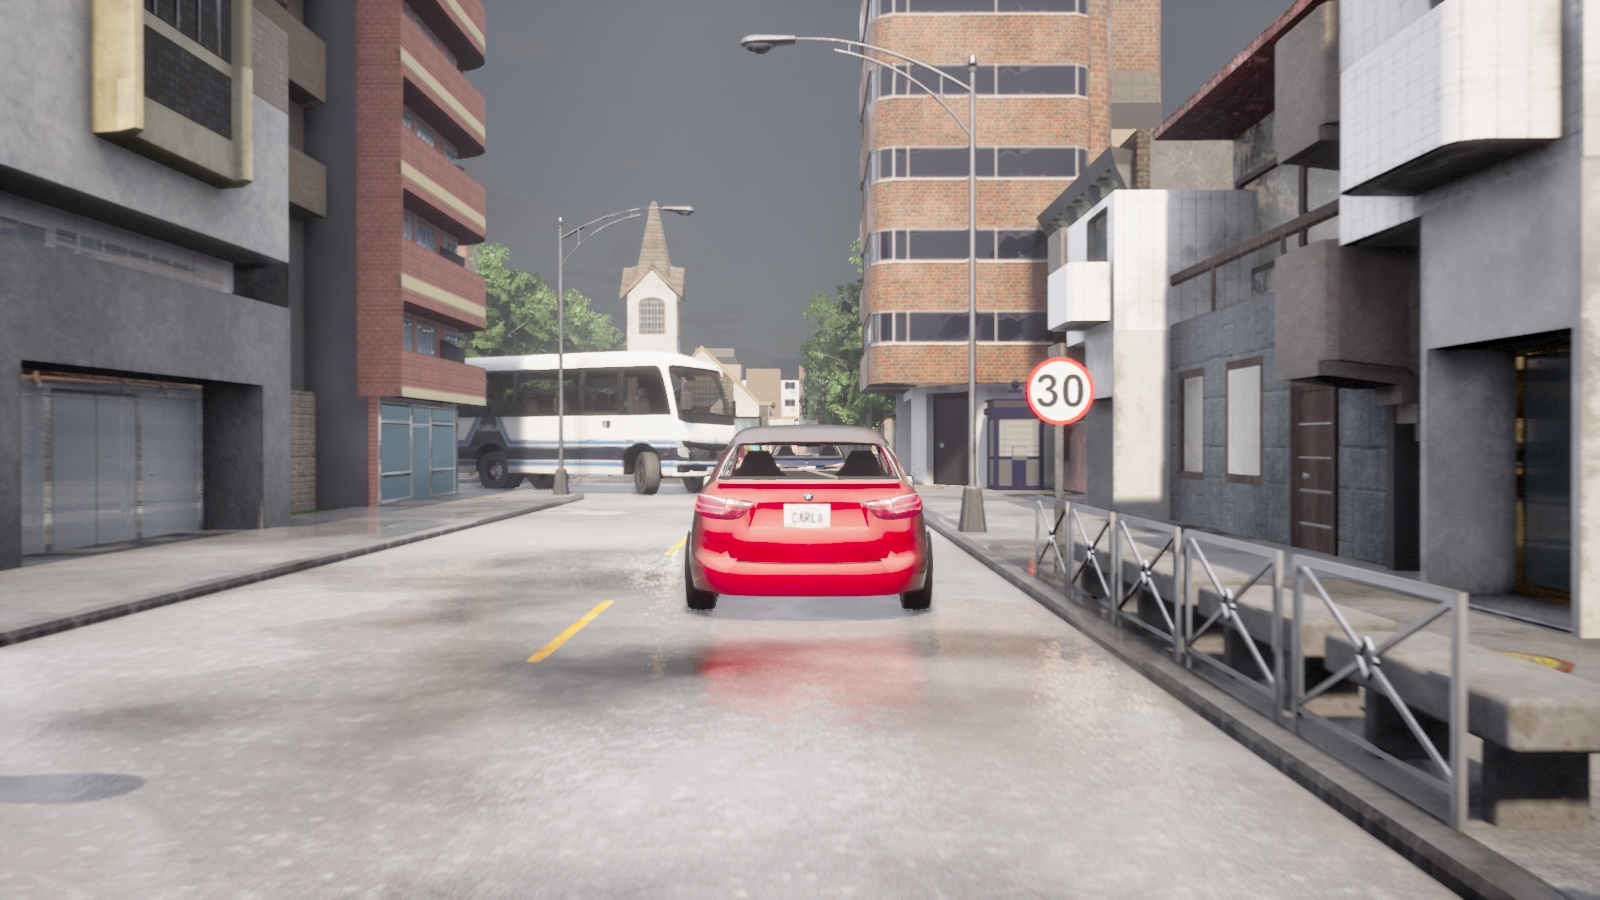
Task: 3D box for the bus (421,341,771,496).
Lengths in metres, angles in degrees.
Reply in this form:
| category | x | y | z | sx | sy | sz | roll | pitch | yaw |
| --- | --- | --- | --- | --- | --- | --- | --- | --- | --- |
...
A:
| category | x | y | z | sx | sy | sz | roll | pitch | yaw |
| --- | --- | --- | --- | --- | --- | --- | --- | --- | --- |
| bus | -6.364 | -0.850 | 38.487 | 10.273 | 4.253 | 3.944 | 0 | -1 | 29 |

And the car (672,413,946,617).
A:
| category | x | y | z | sx | sy | sz | roll | pitch | yaw |
| --- | --- | --- | --- | --- | --- | --- | --- | --- | --- |
| car | 0.086 | 0.520 | 12.614 | 2.242 | 1.667 | 4.611 | 0 | 0 | 0 |
